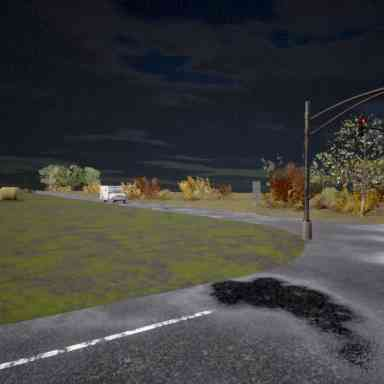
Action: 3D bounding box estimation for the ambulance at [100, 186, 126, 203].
[{"bbox_3d":[-11.873,0.341,50.071,2.351,2.431,6.366,2,0,-32],"label":"ambulance"}]
